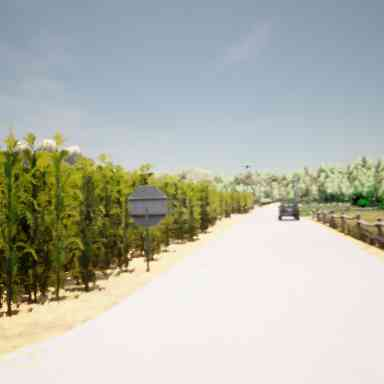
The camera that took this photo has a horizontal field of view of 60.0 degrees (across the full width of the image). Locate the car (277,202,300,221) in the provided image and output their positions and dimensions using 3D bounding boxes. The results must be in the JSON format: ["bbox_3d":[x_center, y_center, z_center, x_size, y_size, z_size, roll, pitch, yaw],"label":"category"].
[{"bbox_3d":[10.809,2.090,37.274,2.150,2.045,5.566,-2,-2,13],"label":"car"}]
